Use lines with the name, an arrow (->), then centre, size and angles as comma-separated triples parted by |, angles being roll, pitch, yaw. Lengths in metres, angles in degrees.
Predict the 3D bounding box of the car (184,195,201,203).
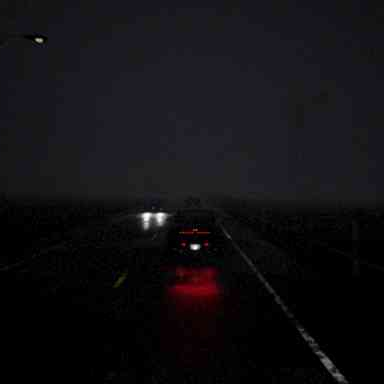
car -> 0.077, 1.108, 39.721 | 2.128, 1.511, 4.902 | 0, 1, 0

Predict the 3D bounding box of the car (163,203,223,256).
car -> 0.094, 1.383, 12.453 | 1.837, 1.490, 4.892 | 0, 1, 0

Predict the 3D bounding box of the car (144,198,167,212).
car -> -3.519, 1.251, 32.692 | 1.994, 1.385, 4.181 | 0, 0, 0
